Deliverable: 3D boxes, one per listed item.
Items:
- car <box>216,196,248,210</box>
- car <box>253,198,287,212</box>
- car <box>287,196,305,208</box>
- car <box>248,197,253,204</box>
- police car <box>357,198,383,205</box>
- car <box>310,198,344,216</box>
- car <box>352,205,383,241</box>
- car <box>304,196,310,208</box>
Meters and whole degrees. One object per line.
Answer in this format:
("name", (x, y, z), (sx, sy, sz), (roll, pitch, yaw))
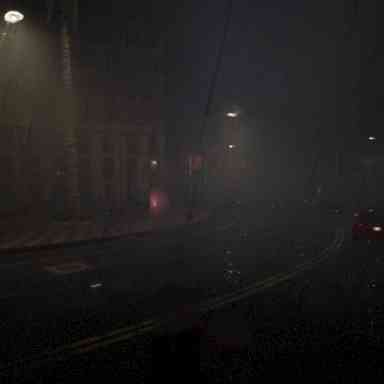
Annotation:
("car", (5.323, 1.645, 44.943), (2.033, 1.411, 5.357), (0, 0, -12))
("car", (9.467, 1.566, 40.812), (1.837, 1.490, 4.892), (0, 0, -7))
("car", (15.974, 1.402, 50.787), (2.097, 1.767, 4.553), (0, 0, -15))
("car", (11.105, 1.688, 65.744), (1.994, 1.385, 4.181), (0, 0, -15))
("police car", (17.987, 1.414, 33.069), (1.930, 1.638, 5.238), (0, 0, 3))
("car", (13.248, 1.540, 32.261), (1.812, 1.442, 4.674), (0, 0, 5))
("car", (8.876, 1.558, 16.093), (1.994, 1.385, 4.181), (0, 0, 27))
("car", (17.427, 1.501, 44.294), (1.882, 1.535, 5.008), (0, 0, -9))
